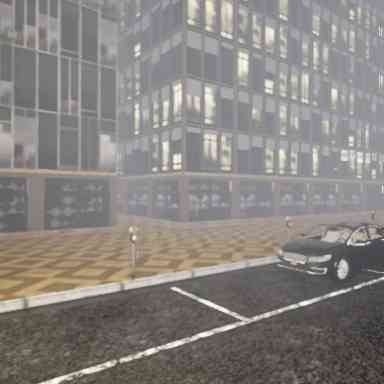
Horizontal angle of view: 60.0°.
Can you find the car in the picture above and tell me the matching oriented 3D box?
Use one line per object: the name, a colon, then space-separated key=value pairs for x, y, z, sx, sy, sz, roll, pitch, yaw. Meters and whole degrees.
car: x=4.346 y=1.553 z=9.653 sx=4.403 sy=1.369 sz=2.008 roll=0 pitch=0 yaw=-35
